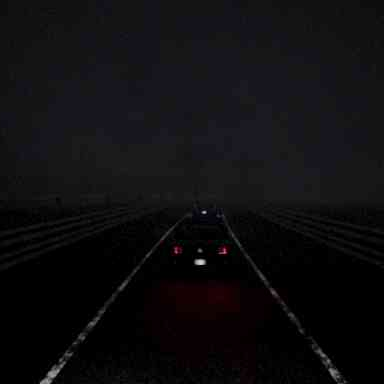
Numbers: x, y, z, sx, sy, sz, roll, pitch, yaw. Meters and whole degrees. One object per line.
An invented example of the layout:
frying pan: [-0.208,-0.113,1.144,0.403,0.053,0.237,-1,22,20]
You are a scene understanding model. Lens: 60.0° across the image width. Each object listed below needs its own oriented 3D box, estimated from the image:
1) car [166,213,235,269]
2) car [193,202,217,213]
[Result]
car: [0.289,1.605,11.183,1.895,1.301,4.718,0,0,2]
car: [1.112,1.574,28.413,1.994,1.385,4.181,0,0,4]
